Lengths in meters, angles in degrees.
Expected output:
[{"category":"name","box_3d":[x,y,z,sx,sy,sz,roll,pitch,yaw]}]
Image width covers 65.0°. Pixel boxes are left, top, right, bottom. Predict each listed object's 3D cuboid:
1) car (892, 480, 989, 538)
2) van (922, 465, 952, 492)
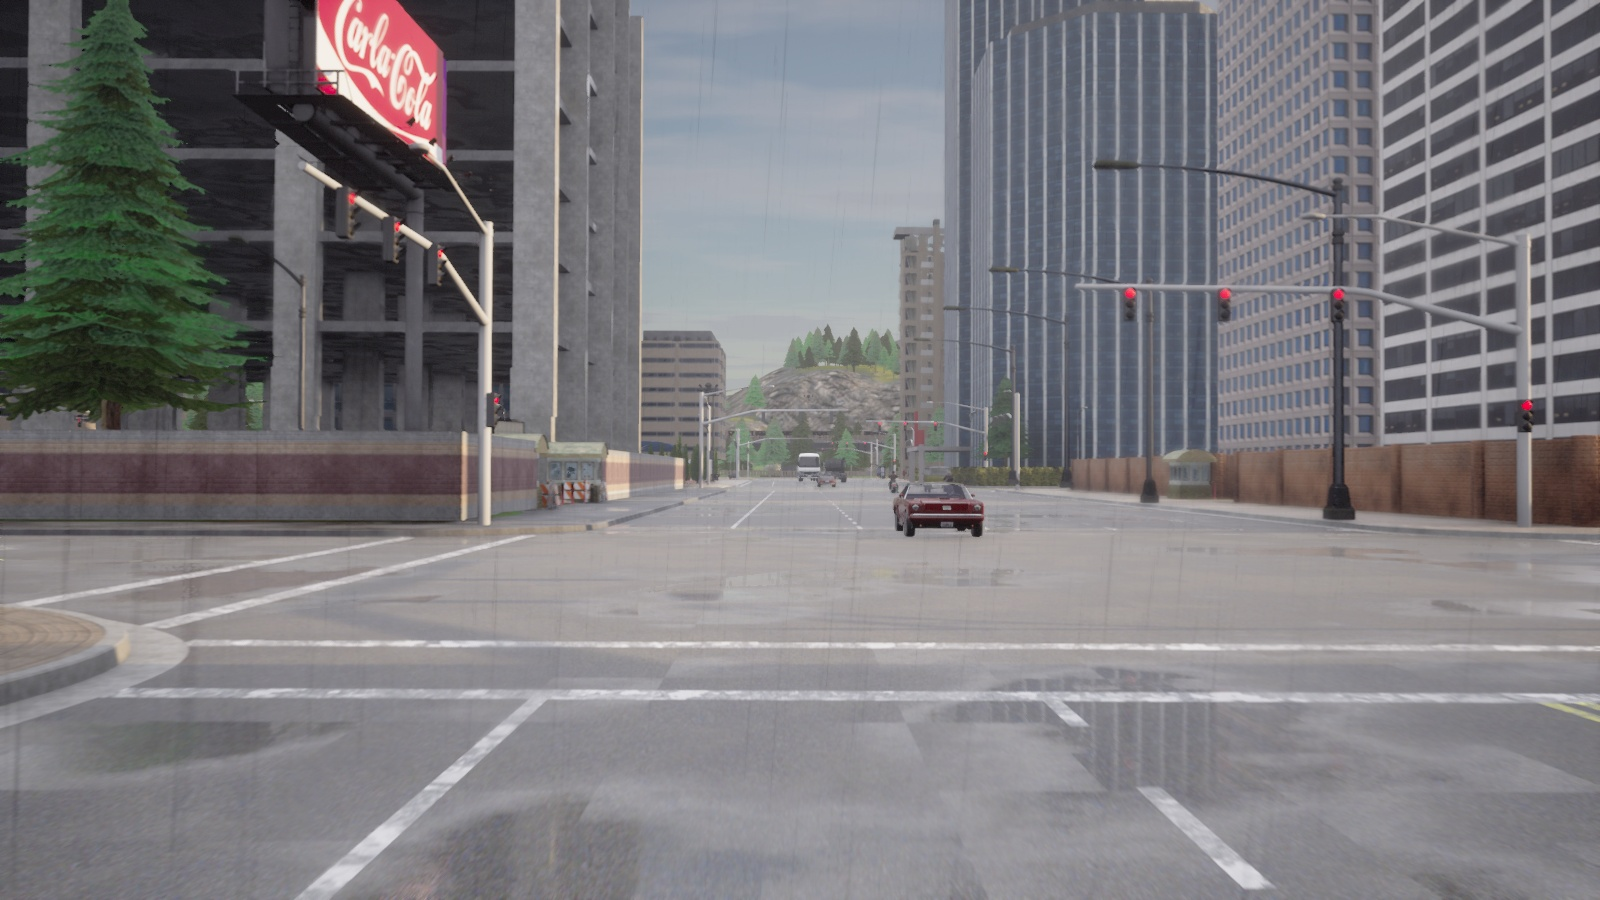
[{"category":"car","box_3d":[3.427,1.428,31.463,1.895,1.301,4.718,0,-1,0]},{"category":"van","box_3d":[10.267,2.103,94.207,1.775,1.987,4.442,0,-1,0]}]
